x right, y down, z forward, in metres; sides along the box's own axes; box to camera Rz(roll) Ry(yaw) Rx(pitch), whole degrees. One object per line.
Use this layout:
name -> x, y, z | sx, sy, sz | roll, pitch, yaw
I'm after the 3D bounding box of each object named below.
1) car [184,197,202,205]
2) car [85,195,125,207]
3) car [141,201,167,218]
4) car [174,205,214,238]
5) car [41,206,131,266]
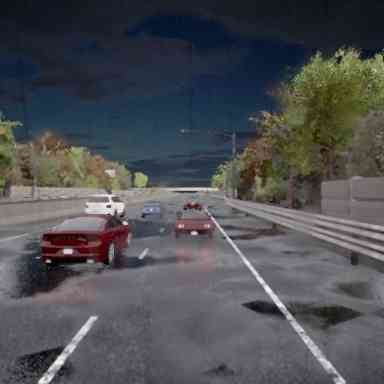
car -> 0.102, 1.361, 39.736 | 2.097, 1.767, 4.553 | 0, 0, 0
car -> -6.892, 1.222, 26.857 | 2.150, 2.045, 5.566 | 0, 0, 0
car -> -3.394, 1.550, 30.198 | 2.033, 1.411, 5.357 | 0, 0, 0
car -> 0.105, 1.600, 17.481 | 1.895, 1.301, 4.718 | 0, 0, 0
car -> -3.396, 1.477, 11.587 | 1.882, 1.535, 5.008 | 0, 0, 0
